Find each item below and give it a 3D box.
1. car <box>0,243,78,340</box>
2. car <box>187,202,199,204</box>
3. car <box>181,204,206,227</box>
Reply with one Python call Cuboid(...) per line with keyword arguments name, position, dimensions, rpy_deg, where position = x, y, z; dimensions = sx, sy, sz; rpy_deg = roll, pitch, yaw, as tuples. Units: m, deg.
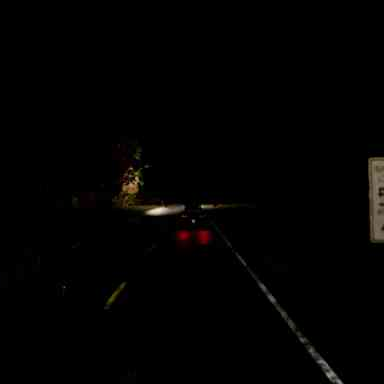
Cuboid(name="car", position=(-3.597, 1.621, 5.542), dimensions=(2.033, 1.411, 5.357), rpy_deg=(0, -1, 0))
Cuboid(name="car", position=(0.104, 1.951, 40.995), dimensions=(2.097, 1.767, 4.553), rpy_deg=(0, -1, 0))
Cuboid(name="car", position=(0.099, 1.882, 25.541), dimensions=(1.812, 1.442, 4.674), rpy_deg=(0, -1, 0))
